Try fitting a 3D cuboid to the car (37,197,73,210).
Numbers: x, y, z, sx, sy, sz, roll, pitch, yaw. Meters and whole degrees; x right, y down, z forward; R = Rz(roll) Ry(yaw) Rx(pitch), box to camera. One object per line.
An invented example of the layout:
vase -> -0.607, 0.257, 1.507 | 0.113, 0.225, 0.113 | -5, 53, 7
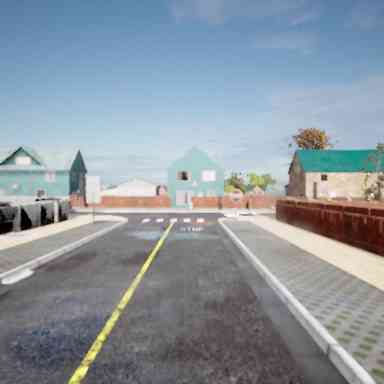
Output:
car -> -14.254, 1.287, 32.732 | 4.892, 1.490, 1.837 | 0, 1, -1
